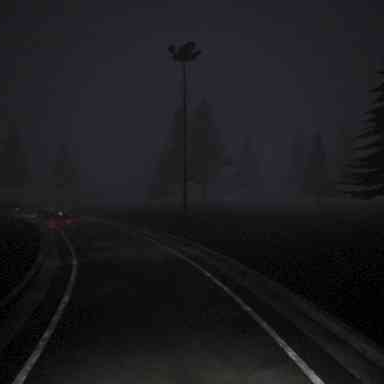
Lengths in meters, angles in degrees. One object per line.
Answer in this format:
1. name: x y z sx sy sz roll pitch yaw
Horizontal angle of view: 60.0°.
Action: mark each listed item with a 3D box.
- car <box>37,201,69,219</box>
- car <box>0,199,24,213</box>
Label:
1. car: -12.402 1.570 29.697 1.812 1.442 4.674 0 0 -37
2. car: -21.037 1.597 37.809 4.892 1.490 1.837 0 0 36
